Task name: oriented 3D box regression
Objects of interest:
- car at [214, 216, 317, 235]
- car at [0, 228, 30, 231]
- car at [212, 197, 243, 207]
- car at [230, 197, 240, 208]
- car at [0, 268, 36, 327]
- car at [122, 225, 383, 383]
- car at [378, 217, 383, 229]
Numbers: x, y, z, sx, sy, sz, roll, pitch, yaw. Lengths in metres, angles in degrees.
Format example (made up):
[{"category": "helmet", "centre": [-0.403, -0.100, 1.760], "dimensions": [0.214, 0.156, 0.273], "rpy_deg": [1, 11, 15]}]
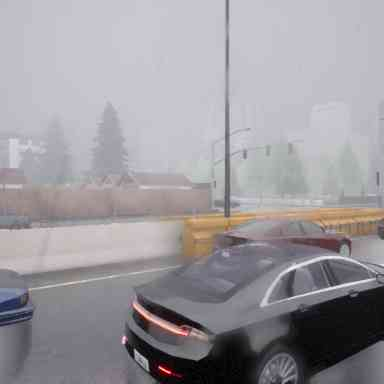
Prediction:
[{"category": "car", "centre": [2.894, 1.478, 10.129], "dimensions": [5.008, 1.535, 1.882], "rpy_deg": [0, 0, -36]}, {"category": "car", "centre": [-10.929, 1.564, 17.694], "dimensions": [4.181, 1.385, 1.994], "rpy_deg": [0, 0, -36]}, {"category": "car", "centre": [5.414, 1.491, 51.363], "dimensions": [2.128, 1.511, 4.902], "rpy_deg": [0, 0, -34]}, {"category": "car", "centre": [4.475, 1.601, 46.430], "dimensions": [1.895, 1.301, 4.718], "rpy_deg": [0, 0, -33]}, {"category": "car", "centre": [-5.105, 1.547, 4.398], "dimensions": [5.357, 1.411, 2.033], "rpy_deg": [0, 0, -36]}, {"category": "car", "centre": [1.455, 1.492, 4.796], "dimensions": [4.902, 1.511, 2.128], "rpy_deg": [0, 0, -36]}, {"category": "car", "centre": [10.606, 1.505, 15.659], "dimensions": [4.892, 1.490, 1.837], "rpy_deg": [0, 0, -36]}]
